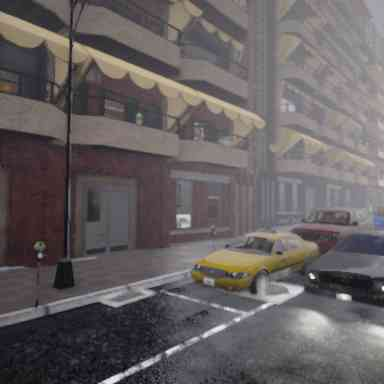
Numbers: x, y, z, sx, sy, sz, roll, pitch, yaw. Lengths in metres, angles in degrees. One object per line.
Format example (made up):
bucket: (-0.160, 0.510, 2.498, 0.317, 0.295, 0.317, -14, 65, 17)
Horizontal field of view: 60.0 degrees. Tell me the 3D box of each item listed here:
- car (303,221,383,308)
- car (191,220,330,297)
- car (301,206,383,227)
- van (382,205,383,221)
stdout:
car: (4.740, 1.708, 8.502, 2.033, 1.411, 5.357, -1, -2, 42)
car: (1.996, 1.718, 9.253, 1.752, 1.417, 4.829, 1, 0, 42)
car: (5.801, 1.577, 13.501, 2.192, 1.841, 5.009, 1, 0, 42)
van: (13.177, 1.741, 21.740, 1.690, 1.788, 3.998, 1, 0, 42)
